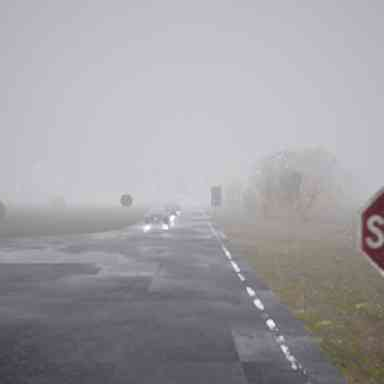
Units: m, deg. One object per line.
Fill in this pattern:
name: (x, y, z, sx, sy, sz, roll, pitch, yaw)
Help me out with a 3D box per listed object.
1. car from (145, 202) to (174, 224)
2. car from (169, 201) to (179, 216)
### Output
car: (-2.828, 1.854, 28.113, 1.812, 1.442, 4.674, 0, -1, 0)
car: (-2.832, 2.026, 39.023, 1.994, 1.385, 4.181, 0, -1, -1)
